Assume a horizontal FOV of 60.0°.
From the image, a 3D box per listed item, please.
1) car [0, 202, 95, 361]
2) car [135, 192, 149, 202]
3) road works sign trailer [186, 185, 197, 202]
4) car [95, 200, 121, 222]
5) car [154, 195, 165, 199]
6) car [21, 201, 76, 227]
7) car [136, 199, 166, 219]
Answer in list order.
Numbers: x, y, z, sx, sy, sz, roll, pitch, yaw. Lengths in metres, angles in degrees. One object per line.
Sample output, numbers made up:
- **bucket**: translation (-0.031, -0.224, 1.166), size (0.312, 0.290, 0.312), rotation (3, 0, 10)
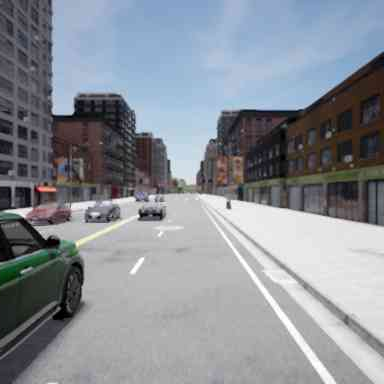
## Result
- **car**: translation (-3.153, 1.205, 4.141), size (2.150, 2.045, 5.566), rotation (0, 0, 0)
- **car**: translation (-9.809, 1.014, 65.753), size (2.150, 2.045, 5.566), rotation (0, 0, 0)
- **road works sign trailer**: translation (-0.058, 0.250, 70.349), size (2.380, 3.560, 2.880), rotation (0, 0, 0)
- **car**: translation (-6.619, 1.402, 25.042), size (2.128, 1.511, 4.902), rotation (0, 0, 0)
- **car**: translation (-6.558, 1.296, 67.444), size (2.128, 1.511, 4.902), rotation (0, 0, 0)
- **car**: translation (-9.868, 1.442, 23.247), size (1.812, 1.442, 4.674), rotation (0, 0, 0)
- **car**: translation (-3.173, 1.503, 27.636), size (1.895, 1.301, 4.718), rotation (0, 0, 0)
